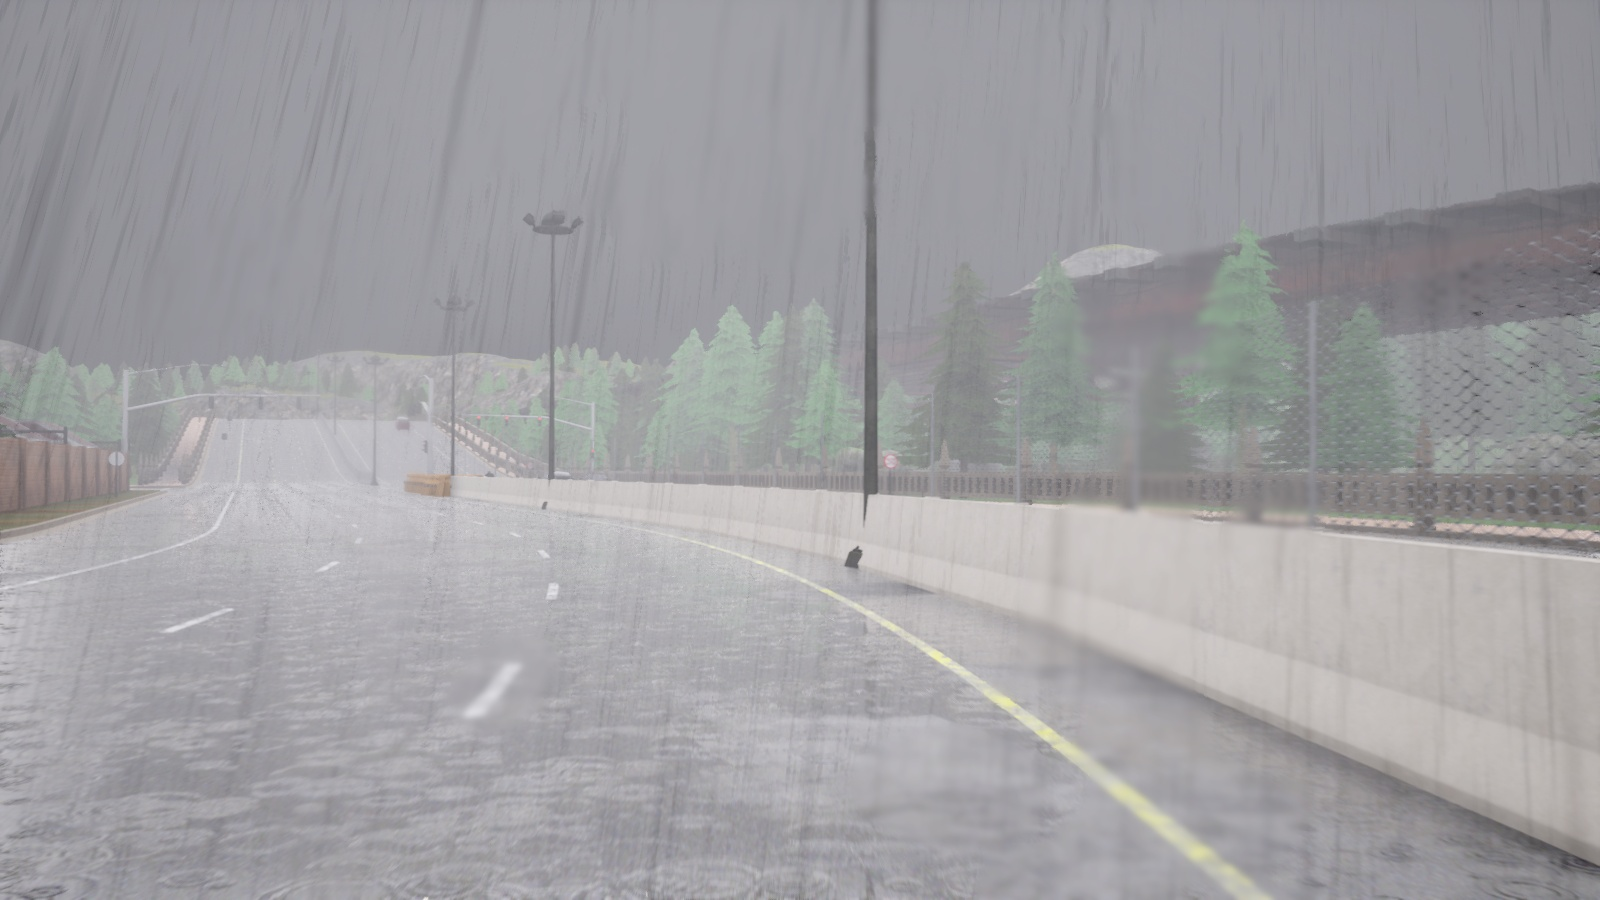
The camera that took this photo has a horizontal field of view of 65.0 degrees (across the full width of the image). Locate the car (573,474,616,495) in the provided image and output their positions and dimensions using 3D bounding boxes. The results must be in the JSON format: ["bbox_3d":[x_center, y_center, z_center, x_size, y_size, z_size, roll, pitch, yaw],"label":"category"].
[{"bbox_3d":[-14.207,2.389,86.713,1.994,1.385,4.181,0,-1,-24],"label":"car"}]

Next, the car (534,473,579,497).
[{"bbox_3d":[-15.923,2.257,81.938,1.837,1.490,4.892,0,-1,-24],"label":"car"}]
